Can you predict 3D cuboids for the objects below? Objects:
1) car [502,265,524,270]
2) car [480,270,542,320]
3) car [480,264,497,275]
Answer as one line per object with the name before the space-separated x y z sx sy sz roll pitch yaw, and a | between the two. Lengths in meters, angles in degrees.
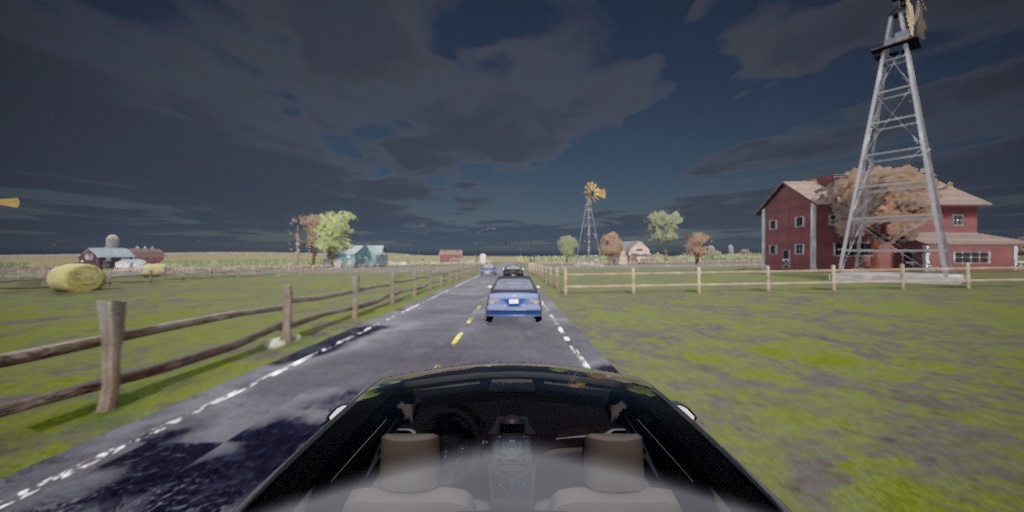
car | 0.100 1.565 34.356 1.882 1.535 5.008 0 -1 0
car | 0.071 1.414 13.094 2.033 1.411 5.357 0 -1 0
car | -2.832 1.712 43.673 1.812 1.442 4.674 0 -1 0
